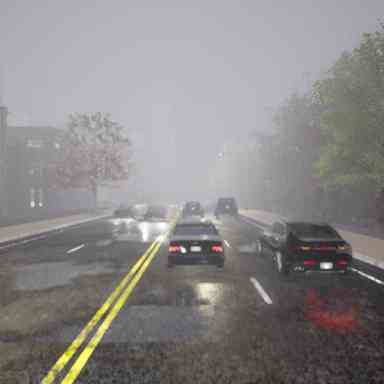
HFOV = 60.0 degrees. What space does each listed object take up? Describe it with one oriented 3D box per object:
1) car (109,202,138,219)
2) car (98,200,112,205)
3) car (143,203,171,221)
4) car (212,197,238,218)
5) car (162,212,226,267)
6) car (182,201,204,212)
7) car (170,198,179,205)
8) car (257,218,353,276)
[{"bbox_3d":[-6.607,1.891,33.322,1.994,1.385,4.181,0,-1,0],"label":"car"},{"bbox_3d":[-20.674,2.619,81.241,4.313,1.339,1.947,-1,1,-1],"label":"car"},{"bbox_3d":[-3.350,1.905,31.020,1.895,1.301,4.718,0,-1,0],"label":"car"},{"bbox_3d":[3.342,1.554,33.974,2.150,2.045,5.566,0,-1,0],"label":"car"},{"bbox_3d":[0.103,1.664,11.795,2.033,1.411,5.357,0,-1,0],"label":"car"},{"bbox_3d":[0.089,1.686,34.079,2.097,1.767,4.553,0,-1,0],"label":"car"},{"bbox_3d":[-3.801,2.010,70.964,1.812,1.442,4.674,0,-1,-1],"label":"car"},{"bbox_3d":[3.352,1.610,10.711,1.837,1.490,4.892,0,-1,0],"label":"car"}]
